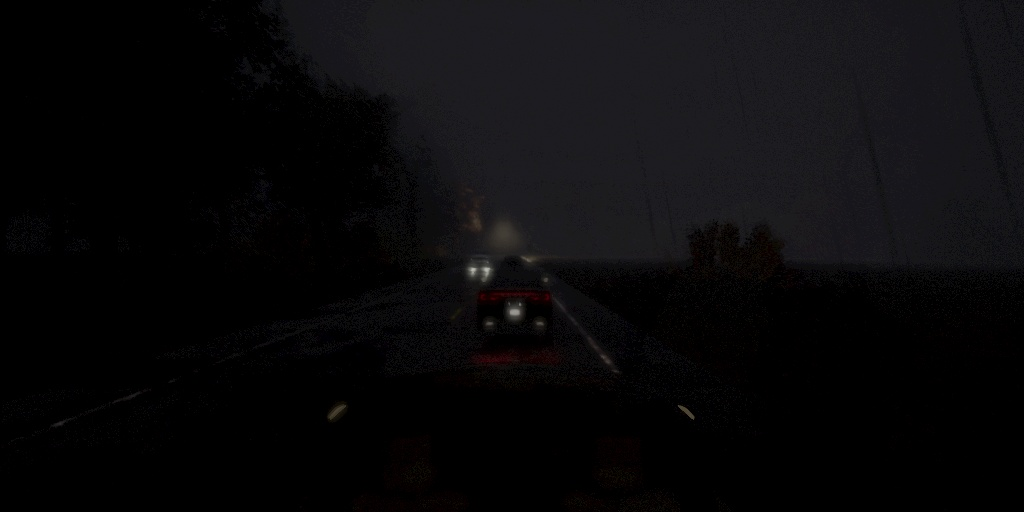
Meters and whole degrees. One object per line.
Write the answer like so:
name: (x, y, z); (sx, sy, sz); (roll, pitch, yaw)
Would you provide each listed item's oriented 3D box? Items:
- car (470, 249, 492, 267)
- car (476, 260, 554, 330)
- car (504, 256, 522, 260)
car: (-3.597, 0.195, 42.273); (2.150, 2.045, 5.566); (0, 1, 0)
car: (0.077, 1.061, 10.520); (1.882, 1.535, 5.008); (0, 1, 0)
car: (0.083, 0.754, 28.091); (1.837, 1.490, 4.892); (0, 1, 0)
